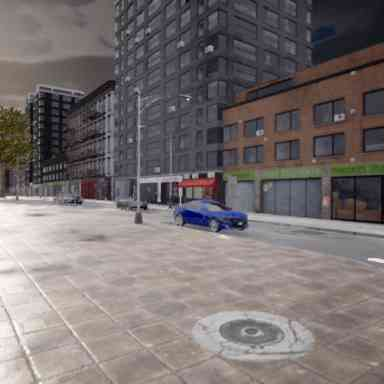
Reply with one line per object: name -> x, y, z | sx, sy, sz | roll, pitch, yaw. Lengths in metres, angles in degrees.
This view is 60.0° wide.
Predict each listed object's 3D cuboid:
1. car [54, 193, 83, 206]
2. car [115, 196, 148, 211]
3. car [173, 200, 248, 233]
car -> -14.506, 0.899, 39.586 | 1.994, 1.385, 4.181 | 1, 0, -35
car -> -6.026, 1.059, 32.793 | 1.994, 1.385, 4.181 | 1, 1, -36
car -> 0.899, 1.210, 18.149 | 1.882, 1.535, 5.008 | 1, 1, -36
